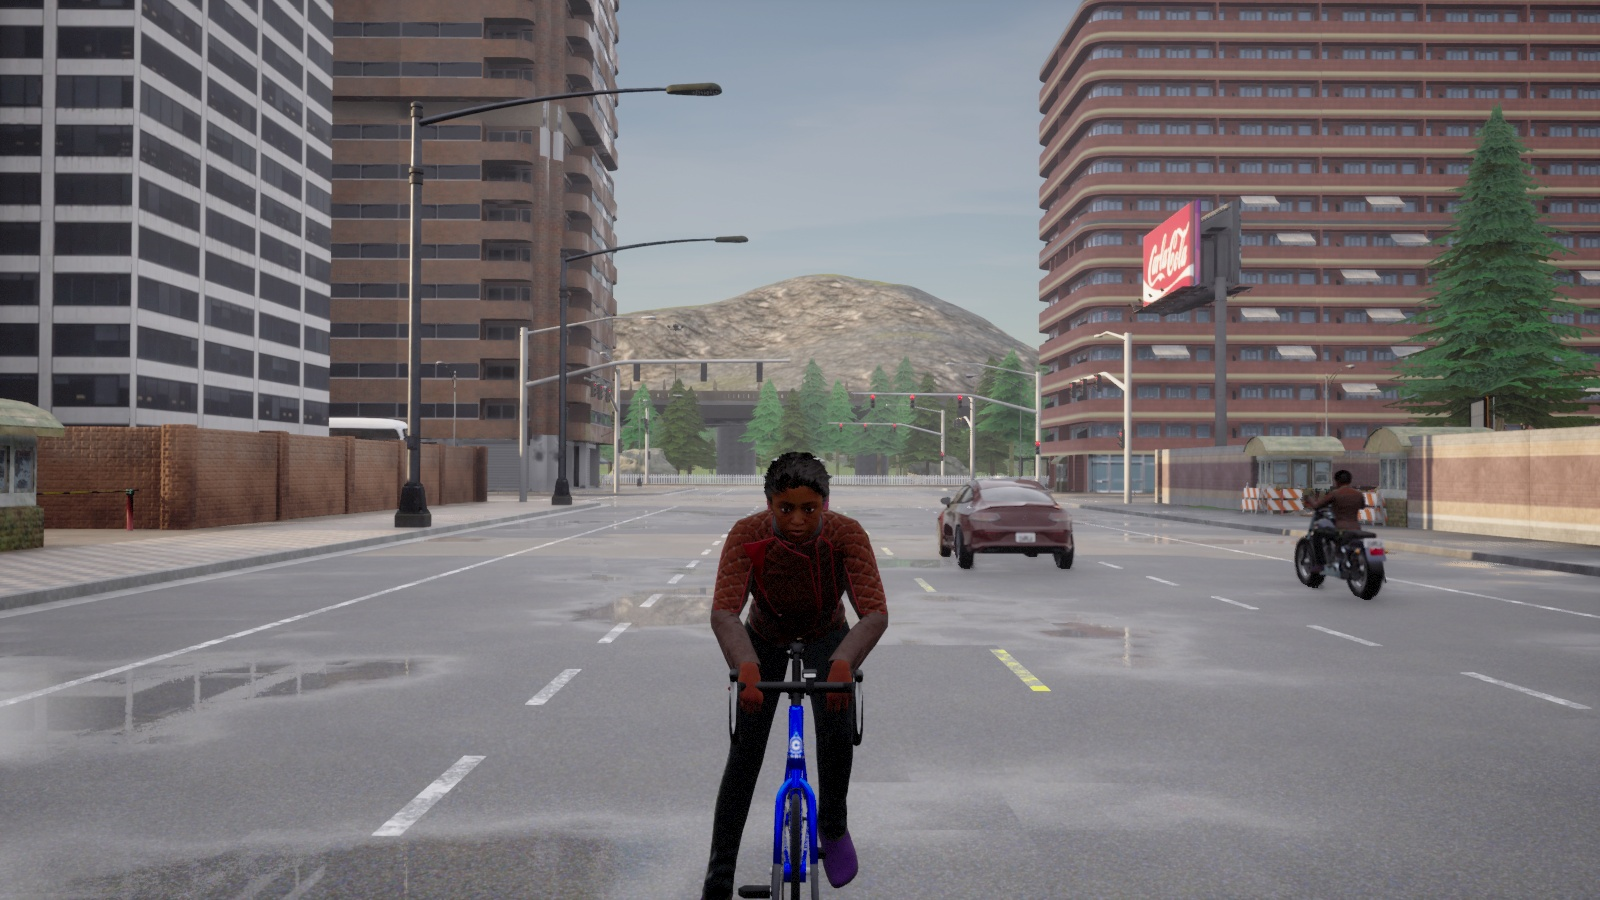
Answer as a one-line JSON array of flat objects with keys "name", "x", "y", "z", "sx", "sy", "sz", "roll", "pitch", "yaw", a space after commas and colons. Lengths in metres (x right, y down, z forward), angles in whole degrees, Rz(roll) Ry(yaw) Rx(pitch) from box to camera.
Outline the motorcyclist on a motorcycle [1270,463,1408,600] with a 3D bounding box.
[{"name": "motorcyclist on a motorcycle", "x": 6.978, "y": 1.012, "z": 16.399, "sx": 0.766, "sy": 1.649, "sz": 2.350, "roll": 0, "pitch": -1, "yaw": 0}]

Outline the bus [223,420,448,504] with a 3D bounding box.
[{"name": "bus", "x": -24.203, "y": 0.639, "z": 65.913, "sx": 10.273, "sy": 4.253, "sz": 3.944, "roll": 0, "pitch": -1, "yaw": 0}]

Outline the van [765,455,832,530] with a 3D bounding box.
[{"name": "van", "x": -0.049, "y": 1.165, "z": 35.666, "sx": 1.775, "sy": 1.987, "sz": 4.442, "roll": 0, "pitch": -1, "yaw": 0}]

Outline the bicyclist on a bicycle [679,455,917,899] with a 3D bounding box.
[{"name": "bicyclist on a bicycle", "x": -0.005, "y": 0.833, "z": 3.919, "sx": 0.582, "sy": 1.620, "sz": 1.656, "roll": 0, "pitch": -1, "yaw": 0}]

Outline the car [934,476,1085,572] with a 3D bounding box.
[{"name": "car", "x": 3.471, "y": 1.189, "z": 21.667, "sx": 1.812, "sy": 1.442, "sz": 4.674, "roll": 0, "pitch": -1, "yaw": 0}]
